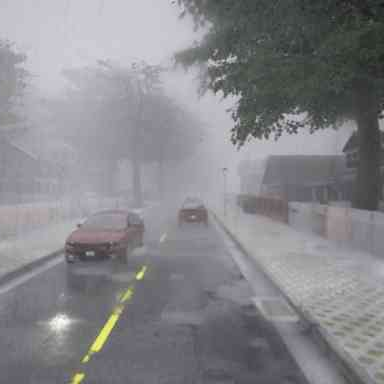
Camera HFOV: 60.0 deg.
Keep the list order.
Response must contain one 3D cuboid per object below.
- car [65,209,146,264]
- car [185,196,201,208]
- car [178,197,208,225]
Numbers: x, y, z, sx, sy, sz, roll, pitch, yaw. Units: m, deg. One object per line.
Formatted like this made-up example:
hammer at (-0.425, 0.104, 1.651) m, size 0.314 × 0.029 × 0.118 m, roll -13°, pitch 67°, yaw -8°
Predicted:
car at (-2.839, 1.426, 11.793) m, size 1.882 × 1.535 × 5.008 m, roll 0°, pitch 1°, yaw 0°
car at (0.099, 1.280, 42.888) m, size 1.994 × 1.385 × 4.181 m, roll 0°, pitch 1°, yaw 0°
car at (0.090, 1.360, 22.733) m, size 1.882 × 1.535 × 5.008 m, roll 0°, pitch 0°, yaw 0°
